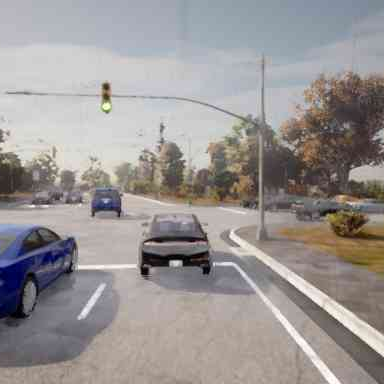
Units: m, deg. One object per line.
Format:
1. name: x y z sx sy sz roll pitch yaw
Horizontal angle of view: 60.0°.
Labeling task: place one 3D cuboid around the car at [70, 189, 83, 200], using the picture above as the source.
1. car: -17.494 0.408 50.518 1.837 1.490 4.892 0 1 -18

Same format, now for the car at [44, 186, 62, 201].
1. car: -20.504 0.178 48.451 2.150 2.045 5.566 0 1 -18

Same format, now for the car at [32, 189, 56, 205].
1. car: -17.620 0.707 39.285 1.812 1.442 4.674 0 1 -17

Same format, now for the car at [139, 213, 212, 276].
1. car: -0.509 1.382 10.069 2.128 1.511 4.902 0 1 -3

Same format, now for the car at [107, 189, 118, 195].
1. car: -17.356 0.016 72.109 1.895 1.301 4.718 -1 1 -19

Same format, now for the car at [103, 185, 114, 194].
1. car: -20.546 -0.636 81.556 2.150 2.045 5.566 -1 1 -18

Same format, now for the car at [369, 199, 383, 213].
1. car: 17.237 1.350 32.741 4.718 1.301 1.895 2 1 -15

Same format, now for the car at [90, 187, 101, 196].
1. car: -20.652 -0.193 70.922 2.097 1.767 4.553 -1 1 -19

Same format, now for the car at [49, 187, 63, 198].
1. car: -23.676 0.091 58.042 2.097 1.767 4.553 -1 1 -19

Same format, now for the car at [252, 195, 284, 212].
1. car: 8.339 1.023 30.298 4.892 1.490 1.837 1 1 -15

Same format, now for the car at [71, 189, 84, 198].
1. car: -20.739 0.176 60.281 2.128 1.511 4.902 -1 1 -19

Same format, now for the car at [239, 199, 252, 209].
1. car: 7.164 1.031 33.626 4.718 1.301 1.895 1 1 -14

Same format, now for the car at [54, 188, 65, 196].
1. car: -26.954 0.030 67.714 1.837 1.490 4.892 -1 1 -19

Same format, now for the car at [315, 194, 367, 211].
1. car: 16.172 1.139 36.075 5.008 1.535 1.882 2 1 -15

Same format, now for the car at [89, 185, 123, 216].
1. car: -6.672 0.722 26.144 2.150 2.045 5.566 0 1 -12

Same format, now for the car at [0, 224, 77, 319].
1. car: -3.931 1.423 7.217 1.882 1.535 5.008 0 1 -5

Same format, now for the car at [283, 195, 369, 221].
1. car: 9.282 1.162 23.188 4.902 1.511 2.128 1 1 -15

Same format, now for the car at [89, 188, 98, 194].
1. car: -23.856 -0.307 80.425 1.812 1.442 4.674 -1 1 -18

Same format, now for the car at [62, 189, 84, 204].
1. car: -14.644 0.614 41.550 2.128 1.511 4.902 0 1 -17
